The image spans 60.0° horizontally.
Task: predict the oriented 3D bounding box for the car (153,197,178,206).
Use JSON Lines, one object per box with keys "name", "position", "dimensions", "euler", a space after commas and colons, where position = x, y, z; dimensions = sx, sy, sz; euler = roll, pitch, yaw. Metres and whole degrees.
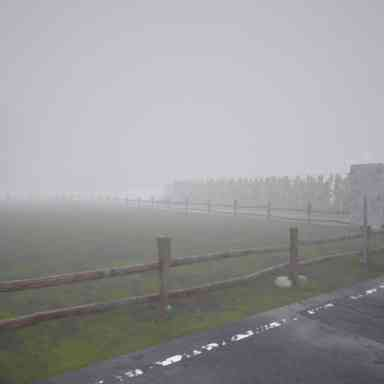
{"name": "car", "position": [-4.063, 1.393, 48.368], "dimensions": [1.895, 1.301, 4.718], "euler": [1, 0, -35]}
